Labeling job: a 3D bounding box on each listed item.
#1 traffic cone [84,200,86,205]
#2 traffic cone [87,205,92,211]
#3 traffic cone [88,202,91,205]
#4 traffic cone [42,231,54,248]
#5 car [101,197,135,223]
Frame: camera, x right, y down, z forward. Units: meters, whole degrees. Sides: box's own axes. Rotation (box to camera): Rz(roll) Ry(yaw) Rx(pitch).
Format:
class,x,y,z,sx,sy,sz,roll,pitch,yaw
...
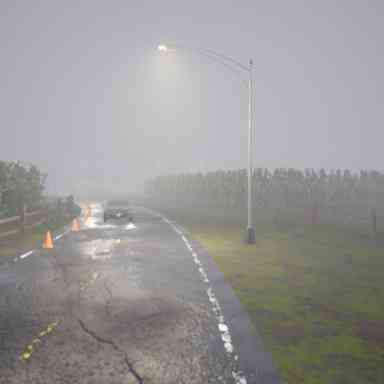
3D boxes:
class,x,y,z,sx,sy,sz,roll,pitch,yaw
traffic cone,-11.236,1.377,36.007,0.340,0.580,0.340,0,1,-21
traffic cone,-8.192,1.528,26.741,0.340,0.580,0.340,0,1,-15
traffic cone,-9.601,1.452,31.411,0.340,0.580,0.340,0,1,-18
traffic cone,-5.351,1.754,12.396,0.340,0.580,0.340,0,1,-7
car,-4.988,1.146,22.475,1.837,1.490,4.892,0,1,-13
